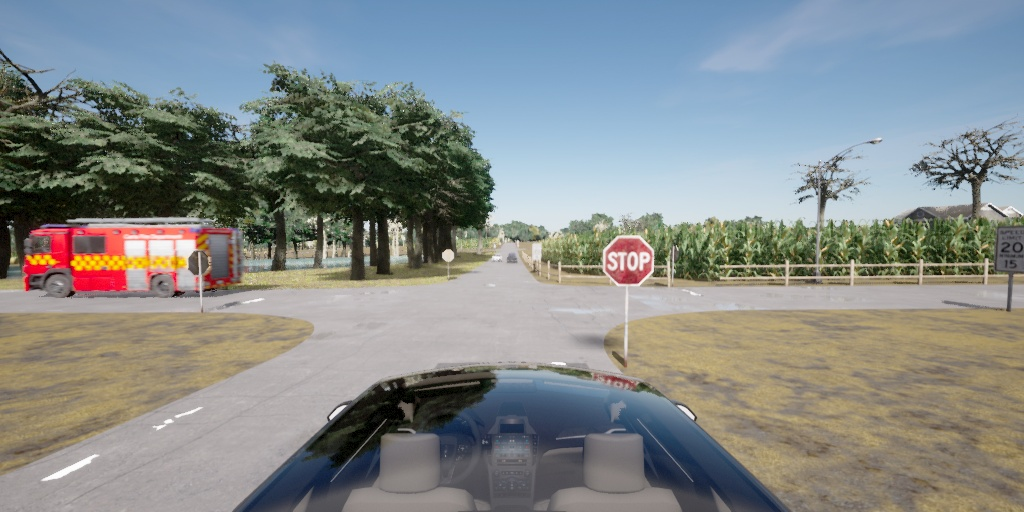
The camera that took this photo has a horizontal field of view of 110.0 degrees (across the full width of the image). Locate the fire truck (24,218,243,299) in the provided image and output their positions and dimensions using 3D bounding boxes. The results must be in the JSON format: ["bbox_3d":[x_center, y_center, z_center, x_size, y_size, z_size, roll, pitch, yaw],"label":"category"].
[{"bbox_3d":[-18.872,0.070,18.202,8.468,3.827,2.891,0,2,0],"label":"fire truck"}]

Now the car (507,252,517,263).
[{"bbox_3d":[0.006,0.468,62.281,2.128,1.511,4.902,0,2,0],"label":"car"}]
